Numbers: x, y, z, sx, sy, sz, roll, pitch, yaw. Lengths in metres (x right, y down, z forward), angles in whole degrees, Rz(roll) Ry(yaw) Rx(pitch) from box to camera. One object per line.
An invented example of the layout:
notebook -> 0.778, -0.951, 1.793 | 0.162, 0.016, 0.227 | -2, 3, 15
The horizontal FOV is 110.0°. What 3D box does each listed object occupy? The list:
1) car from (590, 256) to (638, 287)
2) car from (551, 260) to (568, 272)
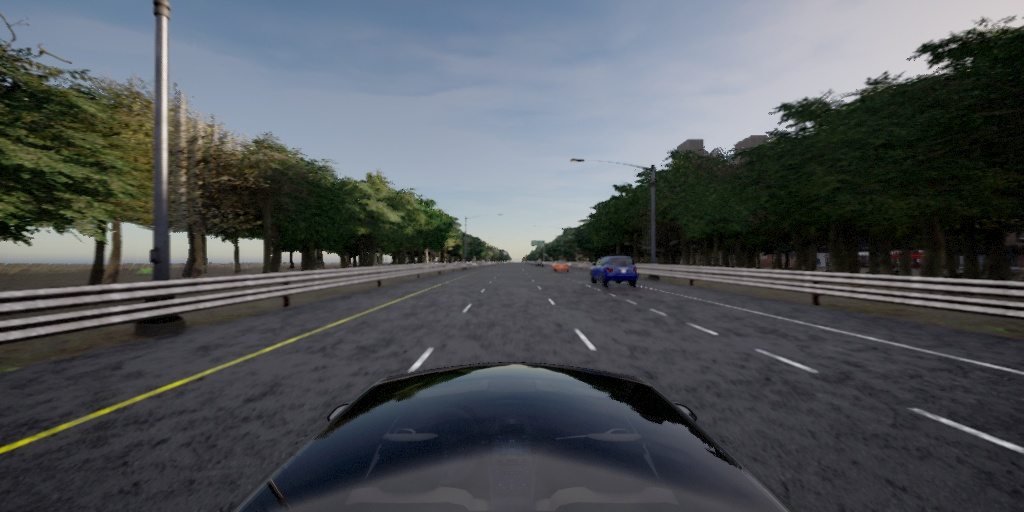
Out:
car -> 7.035, 1.051, 25.256 | 2.150, 2.045, 5.566 | 0, 0, 0
car -> 7.161, 1.472, 54.230 | 2.097, 1.767, 4.553 | 0, -1, 0
